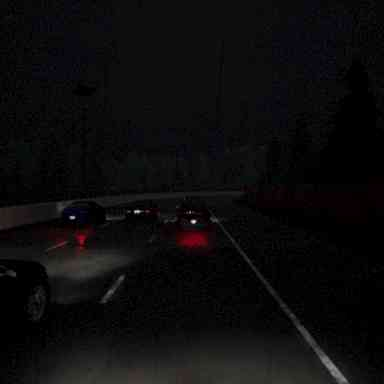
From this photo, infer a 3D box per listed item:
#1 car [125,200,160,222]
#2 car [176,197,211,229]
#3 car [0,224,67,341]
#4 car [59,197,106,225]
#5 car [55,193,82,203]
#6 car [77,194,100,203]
[{"bbox_3d":[-3.409,1.277,23.550,2.033,1.411,5.357,0,1,0],"label":"car"},{"bbox_3d":[0.093,1.276,19.909,1.837,1.490,4.892,0,1,0],"label":"car"},{"bbox_3d":[-3.401,1.445,3.886,2.128,1.511,4.902,0,1,0],"label":"car"},{"bbox_3d":[-6.921,1.279,21.517,1.812,1.442,4.674,0,1,0],"label":"car"},{"bbox_3d":[-20.433,0.981,55.306,2.033,1.411,5.357,0,1,6],"label":"car"},{"bbox_3d":[-16.955,0.980,54.916,1.895,1.301,4.718,0,1,6],"label":"car"}]
